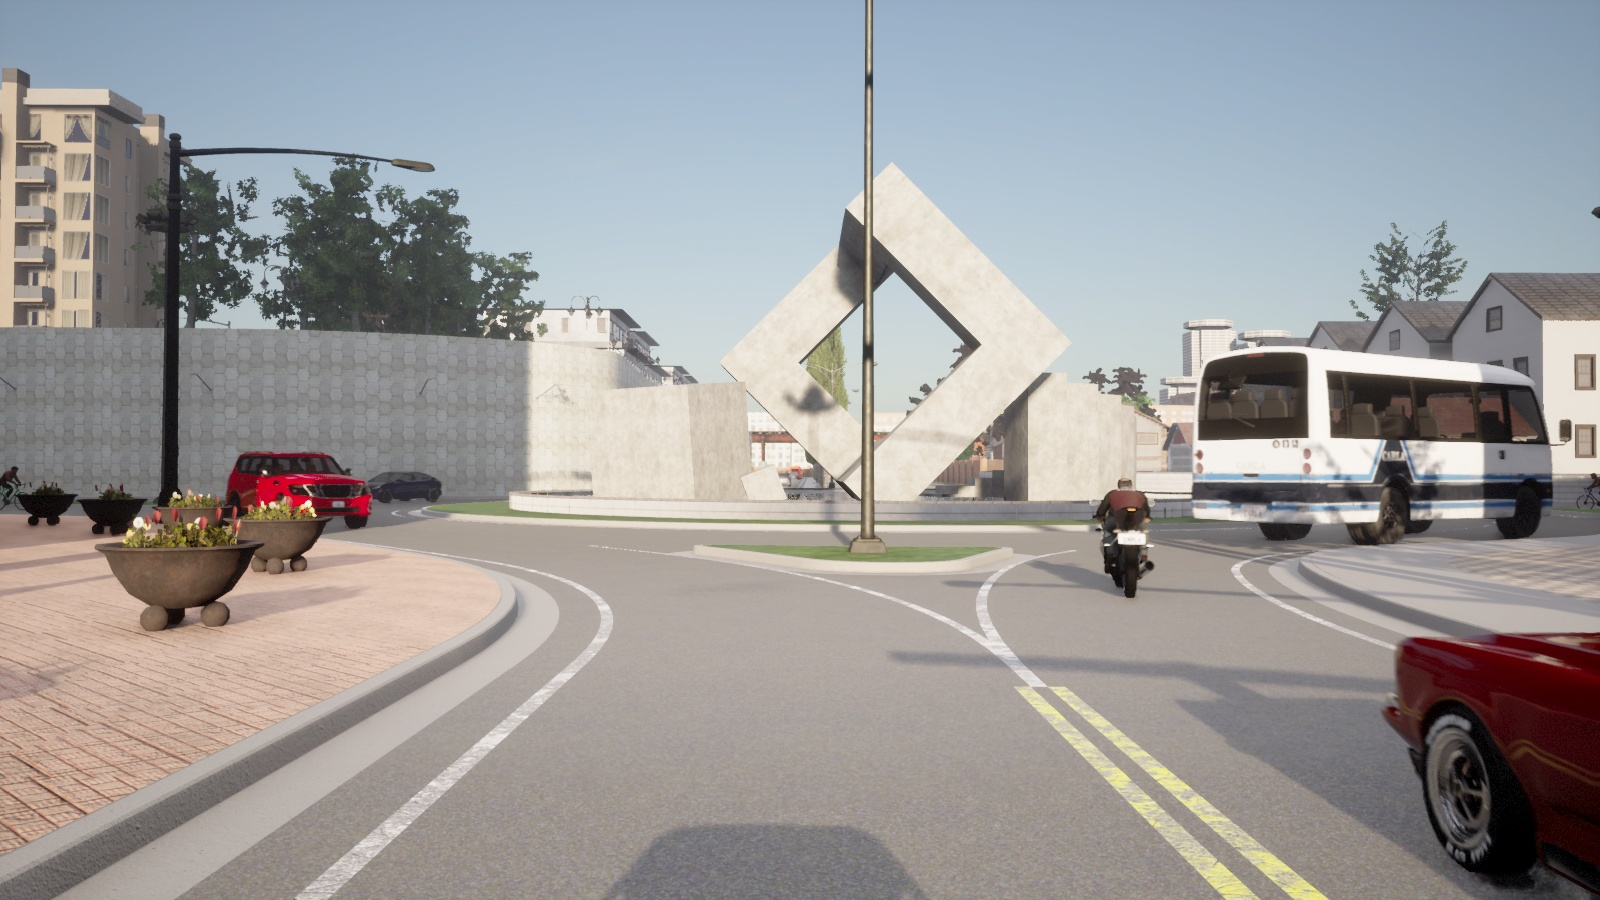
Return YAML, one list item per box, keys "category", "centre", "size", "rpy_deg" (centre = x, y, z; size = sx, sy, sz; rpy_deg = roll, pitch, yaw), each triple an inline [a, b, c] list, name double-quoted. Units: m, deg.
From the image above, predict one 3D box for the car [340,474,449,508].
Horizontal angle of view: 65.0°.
- category: "car"
  centre: [-18.780, 1.867, 58.394]
  size: [2.163, 1.488, 4.792]
  rpy_deg: [-1, -1, 25]

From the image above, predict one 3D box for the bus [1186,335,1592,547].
- category: "bus"
  centre: [14.151, -0.120, 29.763]
  size: [10.273, 4.253, 3.944]
  rpy_deg: [0, -1, -34]

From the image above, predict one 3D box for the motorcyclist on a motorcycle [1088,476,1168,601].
- category: "motorcyclist on a motorcycle"
  centre: [4.314, 1.111, 16.654]
  size: [0.866, 1.530, 2.191]
  rpy_deg: [0, -1, 10]

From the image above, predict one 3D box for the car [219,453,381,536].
- category: "car"
  centre: [-13.467, 1.150, 33.605]
  size: [2.150, 2.045, 5.566]
  rpy_deg: [1, -1, -43]

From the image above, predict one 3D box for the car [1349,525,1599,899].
- category: "car"
  centre: [3.497, 0.959, 3.445]
  size: [1.895, 1.301, 4.718]
  rpy_deg: [0, -1, 0]

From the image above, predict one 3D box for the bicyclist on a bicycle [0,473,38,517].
- category: "bicyclist on a bicycle"
  centre: [-29.090, 1.659, 46.309]
  size: [1.656, 1.620, 0.582]
  rpy_deg: [0, -1, 7]
